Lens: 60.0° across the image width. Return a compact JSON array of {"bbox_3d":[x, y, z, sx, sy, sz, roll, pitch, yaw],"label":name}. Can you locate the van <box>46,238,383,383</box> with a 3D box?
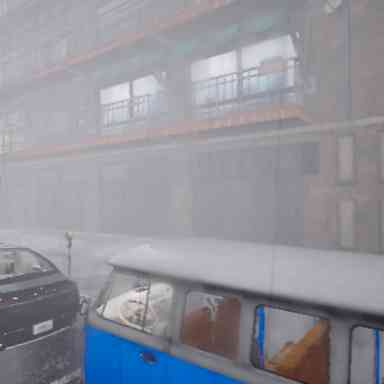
[{"bbox_3d":[0.868,1.343,2.430,3.998,1.788,1.690,0,-1,36],"label":"van"}]

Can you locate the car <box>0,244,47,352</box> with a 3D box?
[{"bbox_3d":[-3.751,1.566,5.700,4.403,1.369,2.008,0,-1,36],"label":"car"}]
